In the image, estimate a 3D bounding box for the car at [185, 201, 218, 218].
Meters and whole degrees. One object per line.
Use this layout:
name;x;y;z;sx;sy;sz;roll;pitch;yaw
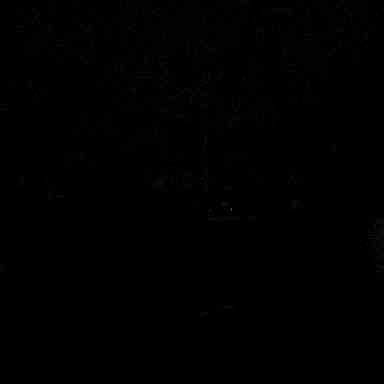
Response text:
car;-0.173;1.590;31.376;1.837;1.490;4.892;0;0;-39

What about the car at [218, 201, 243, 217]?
car;2.977;1.628;33.044;1.812;1.442;4.674;0;0;-39
